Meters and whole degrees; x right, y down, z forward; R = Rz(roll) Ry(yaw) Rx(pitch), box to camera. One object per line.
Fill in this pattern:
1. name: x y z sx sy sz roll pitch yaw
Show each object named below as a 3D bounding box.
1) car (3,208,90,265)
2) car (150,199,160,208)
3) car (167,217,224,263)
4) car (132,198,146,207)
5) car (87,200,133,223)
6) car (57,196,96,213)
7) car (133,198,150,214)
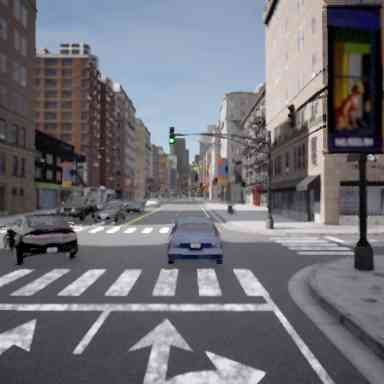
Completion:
1. car: -5.608 1.561 12.190 2.128 1.511 4.902 1 -1 -33
2. car: -6.521 1.855 55.766 1.812 1.442 4.674 0 -1 1
3. car: 0.109 1.608 12.181 2.033 1.411 5.357 0 0 0
4. car: -9.742 1.876 61.348 1.837 1.490 4.892 0 -1 0
5. car: -6.588 1.644 27.267 2.128 1.511 4.902 0 0 0
6. car: -9.831 1.384 28.950 2.150 2.045 5.566 0 0 0
7. car: -6.578 1.766 38.684 2.033 1.411 5.357 0 0 0
